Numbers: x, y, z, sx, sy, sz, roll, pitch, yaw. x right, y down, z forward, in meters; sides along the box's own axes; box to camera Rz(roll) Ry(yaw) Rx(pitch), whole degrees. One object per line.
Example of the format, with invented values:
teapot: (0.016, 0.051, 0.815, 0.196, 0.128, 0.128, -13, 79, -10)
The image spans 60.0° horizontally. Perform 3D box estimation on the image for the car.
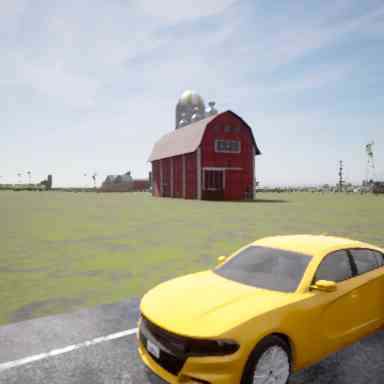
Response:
car: (1.603, 1.452, 5.133, 5.008, 1.535, 1.882, 0, 0, -35)
